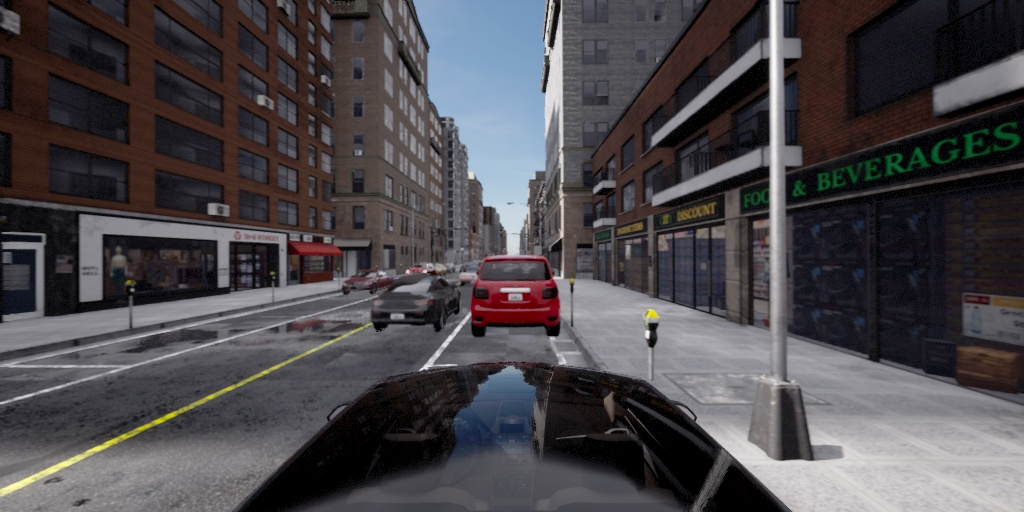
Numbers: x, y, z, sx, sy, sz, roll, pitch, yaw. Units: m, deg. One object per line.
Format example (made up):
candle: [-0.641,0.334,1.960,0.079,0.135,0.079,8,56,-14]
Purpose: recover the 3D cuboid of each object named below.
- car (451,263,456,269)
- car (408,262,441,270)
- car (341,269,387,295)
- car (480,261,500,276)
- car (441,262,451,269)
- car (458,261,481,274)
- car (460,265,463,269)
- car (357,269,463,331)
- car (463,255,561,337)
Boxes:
car: [-7.758,1.422,42.553,2.007,1.370,4.403,0,0,1]
car: [-7.927,1.291,31.518,1.967,1.591,4.097,0,0,1]
car: [-8.097,1.413,20.482,1.802,1.307,4.207,0,0,1]
car: [-2.412,1.363,39.931,1.812,1.442,4.674,0,0,1]
car: [-7.845,1.387,36.865,1.751,1.417,4.829,0,0,1]
car: [-5.133,1.407,43.664,2.033,1.411,5.357,0,0,1]
car: [-2.530,1.411,25.930,1.895,1.301,4.718,0,0,1]
car: [-2.753,1.308,11.026,1.812,1.442,4.674,0,0,1]
car: [0.114,0.995,10.499,2.150,2.045,5.566,0,0,1]
